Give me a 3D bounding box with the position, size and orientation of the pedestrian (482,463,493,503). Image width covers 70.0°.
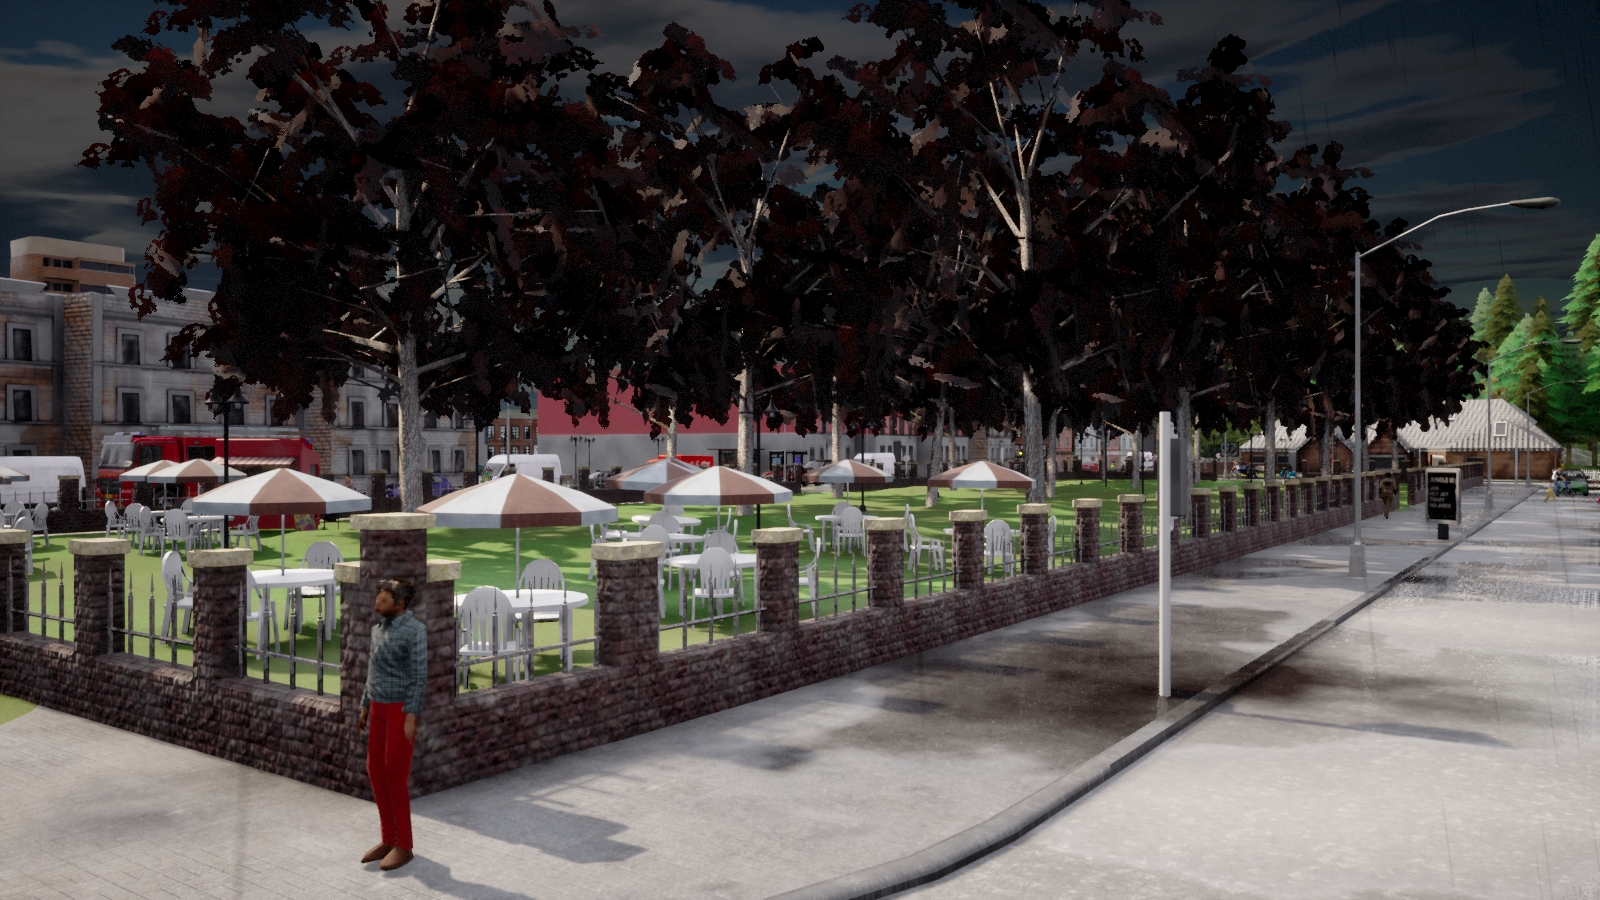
[{"bbox_3d":[-14.648,1.523,53.548,0.375,1.860,0.375,0,0,30],"label":"pedestrian"}]

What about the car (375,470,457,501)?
[{"bbox_3d":[-20.045,1.818,59.739,1.845,1.501,3.633,0,0,35],"label":"car"}]

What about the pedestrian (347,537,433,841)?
[{"bbox_3d":[-2.655,1.517,7.406,0.375,1.860,0.375,0,0,36],"label":"pedestrian"}]

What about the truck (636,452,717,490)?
[{"bbox_3d":[-8.233,1.348,76.671,2.627,2.467,5.204,0,0,35],"label":"truck"}]

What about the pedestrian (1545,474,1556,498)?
[{"bbox_3d":[40.001,1.908,60.916,0.375,1.300,0.375,0,0,-34],"label":"pedestrian"}]

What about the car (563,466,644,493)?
[{"bbox_3d":[-12.166,1.814,71.050,2.097,1.535,5.006,0,0,35],"label":"car"}]

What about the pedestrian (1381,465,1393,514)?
[{"bbox_3d":[22.824,1.525,44.419,0.375,1.860,0.375,0,0,35],"label":"pedestrian"}]

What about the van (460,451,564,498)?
[{"bbox_3d":[-16.329,1.314,65.083,1.988,2.561,5.915,0,0,35],"label":"van"}]

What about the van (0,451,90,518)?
[{"bbox_3d":[-31.021,1.314,44.007,1.988,2.561,5.915,0,0,35],"label":"van"}]

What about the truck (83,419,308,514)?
[{"bbox_3d":[-26.598,0.670,50.778,2.891,3.827,8.468,0,0,35],"label":"truck"}]
